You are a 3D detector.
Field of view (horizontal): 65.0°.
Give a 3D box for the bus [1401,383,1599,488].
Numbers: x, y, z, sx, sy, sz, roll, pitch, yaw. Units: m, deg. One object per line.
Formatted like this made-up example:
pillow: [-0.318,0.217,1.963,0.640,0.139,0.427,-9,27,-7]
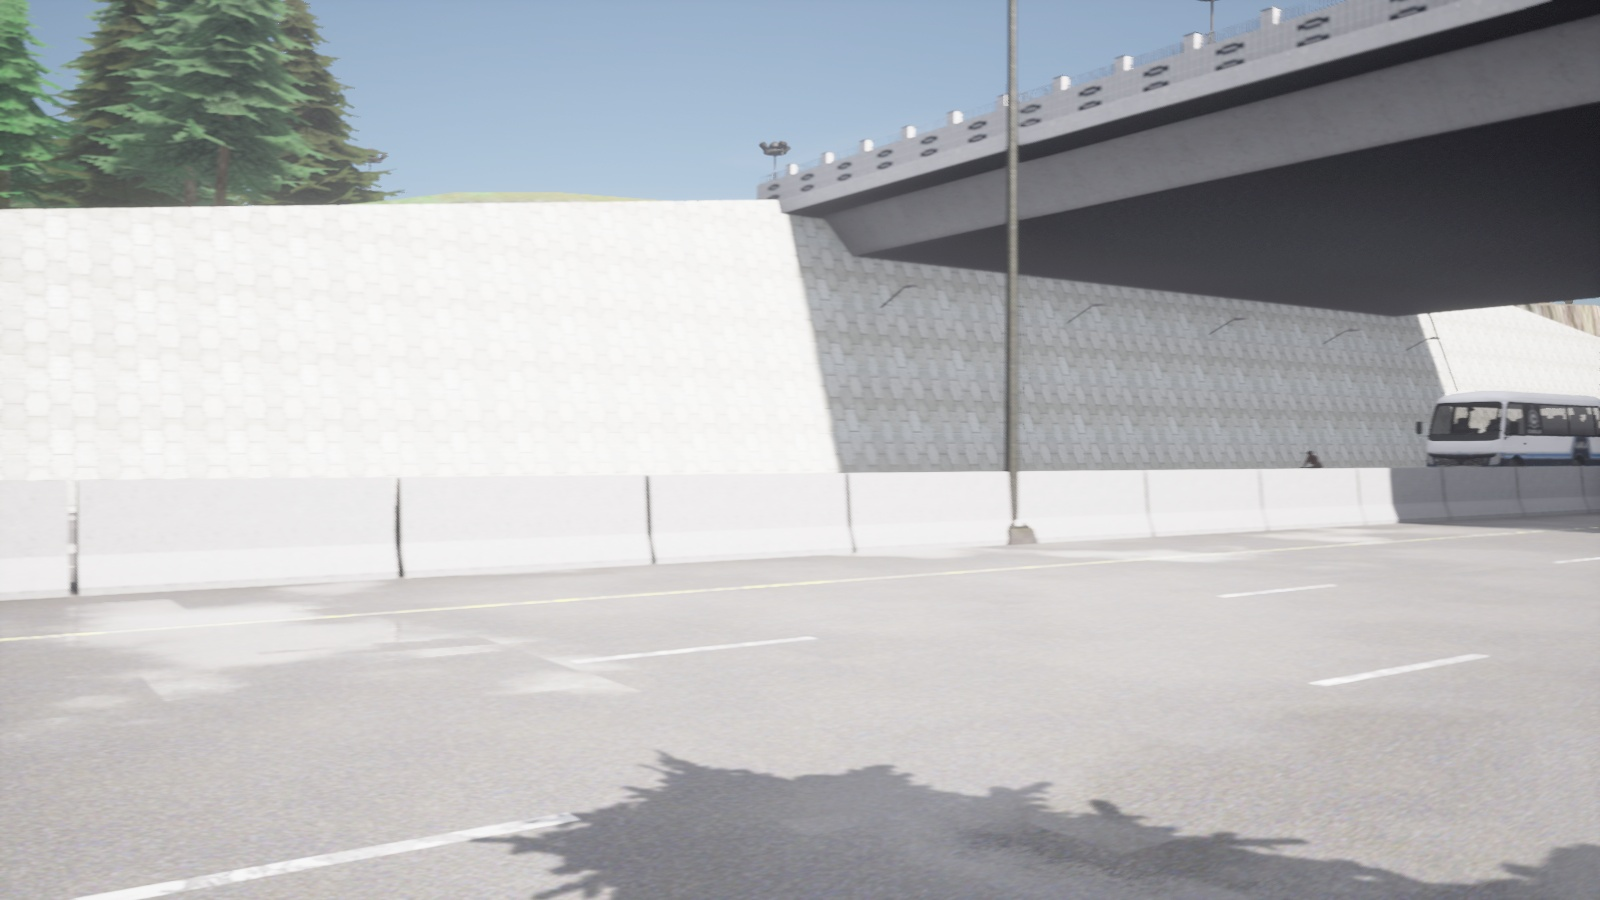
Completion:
bus: [31.105,-0.569,55.181,10.273,4.253,3.944,0,0,-35]
